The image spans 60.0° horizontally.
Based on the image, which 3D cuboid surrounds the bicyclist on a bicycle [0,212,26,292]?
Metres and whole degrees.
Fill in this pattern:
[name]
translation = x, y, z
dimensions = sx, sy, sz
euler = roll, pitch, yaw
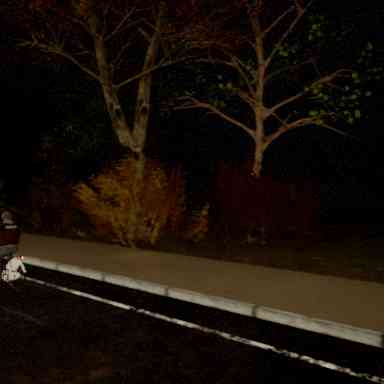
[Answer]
[bicyclist on a bicycle]
translation = -4.344, 1.330, 7.660
dimensions = 1.843, 1.776, 0.659
euler = 1, 0, 35
